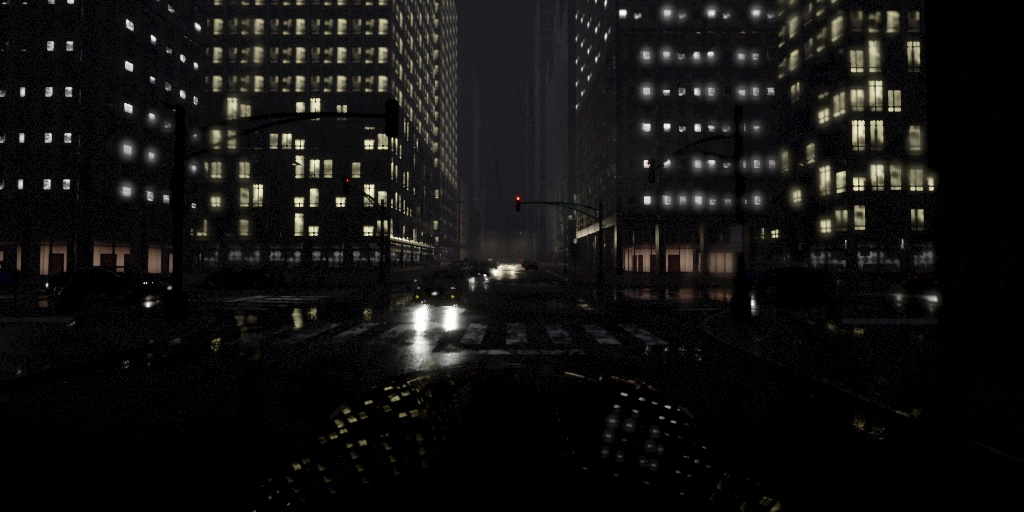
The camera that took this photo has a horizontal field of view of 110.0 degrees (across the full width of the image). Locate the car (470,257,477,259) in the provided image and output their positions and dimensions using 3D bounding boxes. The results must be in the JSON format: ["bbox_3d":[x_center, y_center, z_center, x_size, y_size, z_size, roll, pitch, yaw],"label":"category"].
[{"bbox_3d":[-5.704,1.082,48.753,2.192,1.841,5.009,0,0,0],"label":"car"}]

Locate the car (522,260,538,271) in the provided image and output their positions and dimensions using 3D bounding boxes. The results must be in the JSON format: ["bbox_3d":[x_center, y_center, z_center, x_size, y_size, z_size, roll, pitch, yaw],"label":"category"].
[{"bbox_3d":[2.677,1.350,48.817,1.802,1.307,4.207,0,0,0],"label":"car"}]

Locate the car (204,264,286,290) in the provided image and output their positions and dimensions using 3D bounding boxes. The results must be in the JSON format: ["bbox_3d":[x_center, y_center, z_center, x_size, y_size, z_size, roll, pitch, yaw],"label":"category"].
[{"bbox_3d":[-16.499,1.255,22.163,4.097,1.591,1.967,0,0,0],"label":"car"}]

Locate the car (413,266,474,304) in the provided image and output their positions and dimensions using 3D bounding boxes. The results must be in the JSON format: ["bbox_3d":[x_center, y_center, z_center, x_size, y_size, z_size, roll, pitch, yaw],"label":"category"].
[{"bbox_3d":[-3.105,1.319,16.395,1.994,1.385,4.181,0,0,0],"label":"car"}]

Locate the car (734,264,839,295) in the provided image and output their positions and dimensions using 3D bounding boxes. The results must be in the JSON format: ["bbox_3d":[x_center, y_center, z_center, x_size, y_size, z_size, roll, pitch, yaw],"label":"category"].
[{"bbox_3d":[14.868,1.321,19.526,4.892,1.490,1.837,0,-1,0],"label":"car"}]

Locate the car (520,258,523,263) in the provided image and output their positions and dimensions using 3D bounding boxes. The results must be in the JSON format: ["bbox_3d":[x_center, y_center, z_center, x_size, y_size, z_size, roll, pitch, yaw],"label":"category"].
[{"bbox_3d":[2.674,1.298,60.143,1.751,1.417,4.829,0,0,0],"label":"car"}]

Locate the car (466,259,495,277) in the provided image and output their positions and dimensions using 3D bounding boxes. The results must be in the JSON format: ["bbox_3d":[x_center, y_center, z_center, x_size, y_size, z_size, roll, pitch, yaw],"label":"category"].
[{"bbox_3d":[-3.112,1.310,36.585,2.033,1.411,5.357,0,0,0],"label":"car"}]

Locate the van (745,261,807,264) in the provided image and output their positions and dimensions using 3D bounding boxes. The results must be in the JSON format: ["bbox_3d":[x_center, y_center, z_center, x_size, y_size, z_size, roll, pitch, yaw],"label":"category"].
[{"bbox_3d":[15.975,1.210,22.098,3.998,1.789,1.690,0,0,0],"label":"van"}]

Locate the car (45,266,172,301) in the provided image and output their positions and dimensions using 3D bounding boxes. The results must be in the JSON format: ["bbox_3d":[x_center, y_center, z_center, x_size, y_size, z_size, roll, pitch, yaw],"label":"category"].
[{"bbox_3d":[-18.092,1.191,16.391,4.902,1.511,2.128,0,-1,0],"label":"car"}]

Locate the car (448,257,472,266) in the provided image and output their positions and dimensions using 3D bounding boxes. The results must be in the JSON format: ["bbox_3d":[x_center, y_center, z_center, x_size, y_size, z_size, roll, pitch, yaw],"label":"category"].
[{"bbox_3d":[-5.701,1.203,37.602,1.967,1.591,4.097,0,0,0],"label":"car"}]

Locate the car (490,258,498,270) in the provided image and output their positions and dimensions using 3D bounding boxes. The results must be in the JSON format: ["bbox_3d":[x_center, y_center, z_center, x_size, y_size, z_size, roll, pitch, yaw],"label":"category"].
[{"bbox_3d":[-3.109,1.371,53.597,1.895,1.301,4.718,0,0,0],"label":"car"}]

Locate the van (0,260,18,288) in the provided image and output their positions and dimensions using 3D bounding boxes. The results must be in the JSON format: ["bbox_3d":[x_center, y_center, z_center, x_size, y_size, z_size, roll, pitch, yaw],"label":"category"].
[{"bbox_3d":[-33.444,1.132,22.195,3.998,1.789,1.690,0,0,0],"label":"van"}]

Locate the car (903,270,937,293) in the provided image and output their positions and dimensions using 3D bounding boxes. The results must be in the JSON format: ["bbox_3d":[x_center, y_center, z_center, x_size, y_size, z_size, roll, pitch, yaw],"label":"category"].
[{"bbox_3d":[24.348,1.313,19.503,5.008,1.535,1.882,0,-1,0],"label":"car"}]
